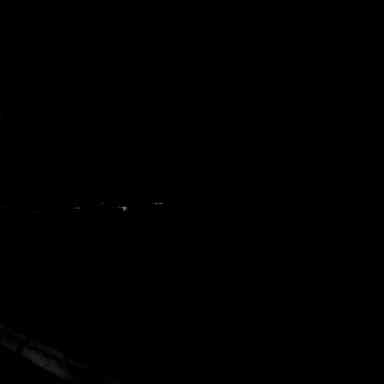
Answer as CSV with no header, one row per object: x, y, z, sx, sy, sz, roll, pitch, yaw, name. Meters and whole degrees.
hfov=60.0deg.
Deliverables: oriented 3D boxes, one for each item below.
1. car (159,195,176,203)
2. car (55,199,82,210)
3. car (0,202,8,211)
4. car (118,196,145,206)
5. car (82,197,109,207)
-4.802,1.318,62.312,1.994,1.385,4.181,0,1,37,car
-17.051,1.538,41.529,2.033,1.411,5.357,0,0,39,car
-22.217,1.562,40.708,1.994,1.385,4.181,0,0,38,car
-9.196,1.398,51.276,1.837,1.490,4.892,0,2,39,car
-14.974,1.493,49.697,2.033,1.411,5.357,0,1,39,car
